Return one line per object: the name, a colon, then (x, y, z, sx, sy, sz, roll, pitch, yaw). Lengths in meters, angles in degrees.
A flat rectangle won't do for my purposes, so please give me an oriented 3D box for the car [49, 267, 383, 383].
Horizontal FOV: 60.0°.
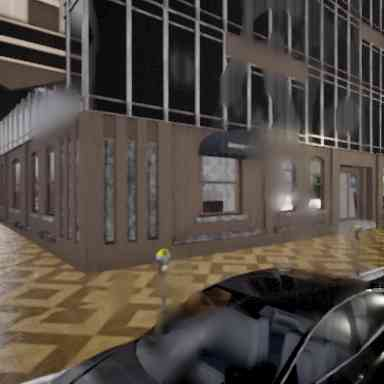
car: (0.758, 1.553, 3.183, 4.313, 1.339, 1.947, 0, 0, -38)
